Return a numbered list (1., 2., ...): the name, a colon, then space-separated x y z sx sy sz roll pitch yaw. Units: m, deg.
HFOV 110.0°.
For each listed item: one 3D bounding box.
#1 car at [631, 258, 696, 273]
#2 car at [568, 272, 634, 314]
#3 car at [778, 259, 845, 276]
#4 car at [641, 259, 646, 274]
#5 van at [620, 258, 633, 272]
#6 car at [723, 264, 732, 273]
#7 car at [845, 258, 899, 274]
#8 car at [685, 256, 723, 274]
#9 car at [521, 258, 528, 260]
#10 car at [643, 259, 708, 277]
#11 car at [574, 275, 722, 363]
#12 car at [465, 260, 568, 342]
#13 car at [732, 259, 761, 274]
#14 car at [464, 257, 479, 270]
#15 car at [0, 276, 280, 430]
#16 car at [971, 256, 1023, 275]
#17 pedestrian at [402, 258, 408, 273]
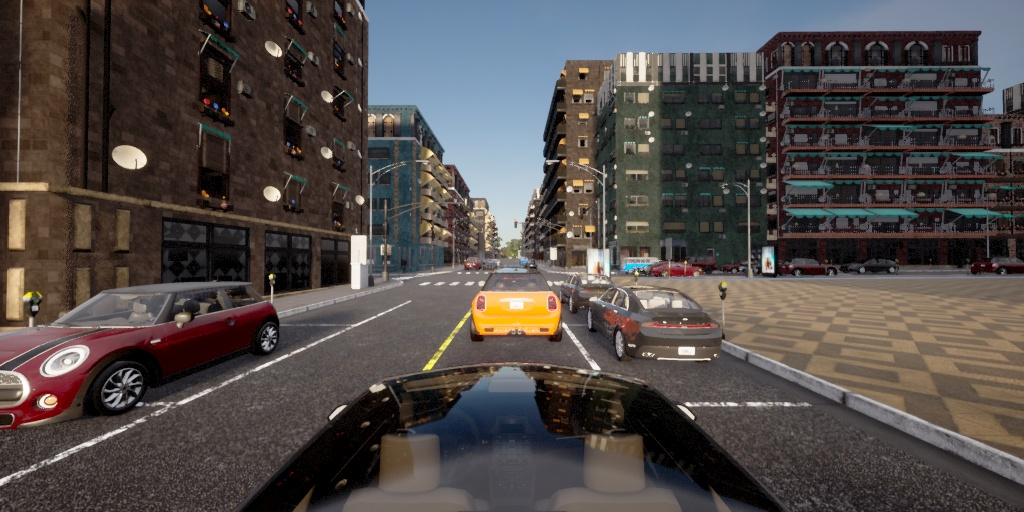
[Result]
1. car: 15.218 1.203 35.971 5.357 1.411 2.033 0 -1 0
2. car: 2.823 1.304 13.555 2.007 1.370 4.403 0 0 0
3. car: 24.769 0.935 30.098 4.097 1.591 1.967 0 0 0
4. car: 14.757 1.211 32.709 4.718 1.301 1.895 0 -1 0
5. van: 13.777 1.046 38.559 3.998 1.789 1.690 0 0 0
6. car: 24.833 1.165 38.478 4.507 1.381 1.888 0 0 0
7. car: 35.582 1.004 35.811 4.892 1.490 1.837 -1 -1 0
8. car: 19.305 0.977 38.518 5.009 1.841 2.192 0 0 0
9. car: 2.701 1.334 51.747 1.948 1.339 4.313 0 0 0
10. car: 13.713 1.162 30.179 4.207 1.307 1.802 0 0 0
11. car: 2.822 1.302 7.985 2.007 1.370 4.403 0 0 0
12. car: 0.099 1.104 9.965 2.097 1.767 4.553 0 0 0
13. car: 25.364 1.070 35.894 4.902 1.511 2.128 0 -1 0
14. car: -5.679 1.083 51.789 2.192 1.841 5.009 0 0 0
15. car: -5.819 1.191 5.751 1.967 1.591 4.097 0 0 0
16. car: 41.350 0.811 29.975 4.097 1.591 1.967 0 0 0
17. pedestrian: -12.521 1.097 41.715 0.375 1.860 0.375 0 0 0
